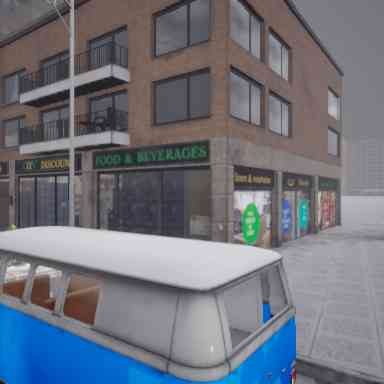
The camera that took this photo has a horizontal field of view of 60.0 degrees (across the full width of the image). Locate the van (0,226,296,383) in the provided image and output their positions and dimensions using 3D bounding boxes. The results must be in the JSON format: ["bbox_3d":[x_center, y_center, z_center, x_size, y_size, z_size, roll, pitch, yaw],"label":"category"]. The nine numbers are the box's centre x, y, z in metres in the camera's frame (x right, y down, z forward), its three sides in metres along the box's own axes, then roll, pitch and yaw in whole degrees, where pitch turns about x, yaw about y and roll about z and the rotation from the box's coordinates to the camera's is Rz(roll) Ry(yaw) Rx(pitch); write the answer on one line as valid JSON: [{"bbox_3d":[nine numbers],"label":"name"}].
[{"bbox_3d":[-0.943,1.341,3.533,3.998,1.788,1.690,0,0,36],"label":"van"}]
